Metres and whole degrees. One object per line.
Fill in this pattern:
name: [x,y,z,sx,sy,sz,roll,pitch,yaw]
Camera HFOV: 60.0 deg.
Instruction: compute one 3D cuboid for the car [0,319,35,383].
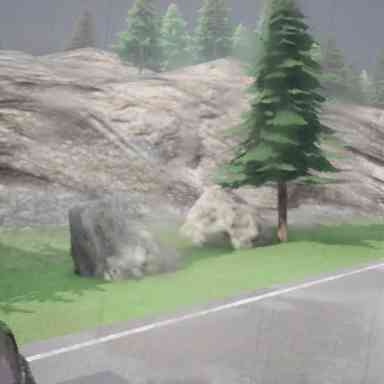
car: [-3.584,1.552,1.426,5.357,1.411,2.033,0,0,-35]
